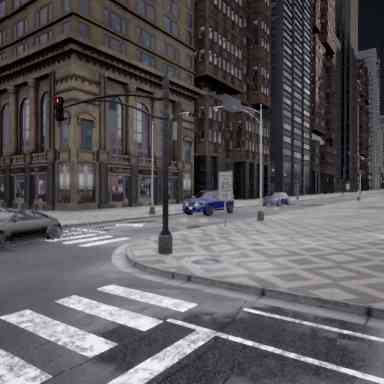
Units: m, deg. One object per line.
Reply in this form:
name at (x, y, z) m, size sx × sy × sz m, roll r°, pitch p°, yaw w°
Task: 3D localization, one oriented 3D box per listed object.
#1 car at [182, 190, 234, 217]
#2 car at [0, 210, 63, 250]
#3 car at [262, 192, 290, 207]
car at (1.502, 0.871, 27.891) m, size 2.150 × 2.045 × 5.566 m, roll 0°, pitch 1°, yaw 36°
car at (-7.409, 1.445, 13.606) m, size 1.994 × 1.385 × 4.181 m, roll 0°, pitch 1°, yaw 24°
car at (10.044, 0.803, 39.841) m, size 2.097 × 1.767 × 4.553 m, roll 0°, pitch 1°, yaw 36°
